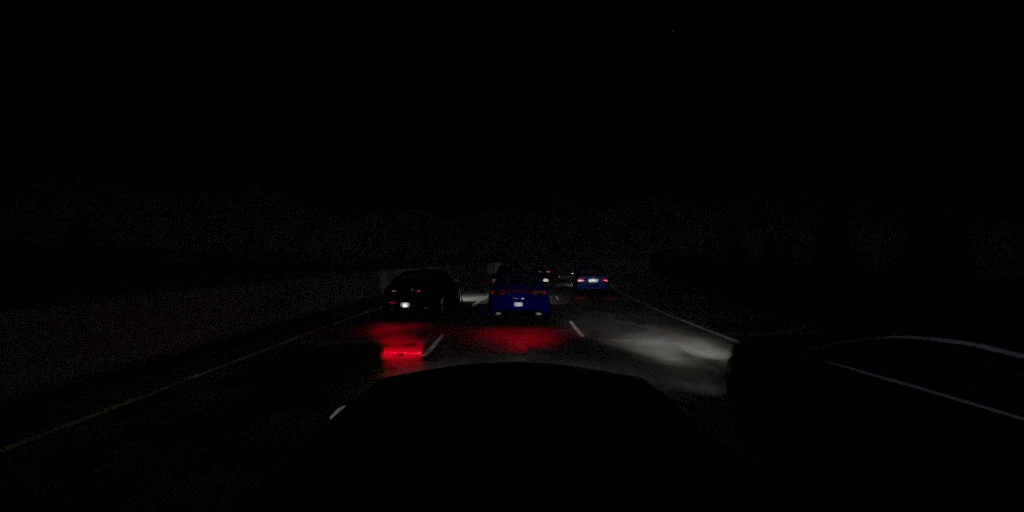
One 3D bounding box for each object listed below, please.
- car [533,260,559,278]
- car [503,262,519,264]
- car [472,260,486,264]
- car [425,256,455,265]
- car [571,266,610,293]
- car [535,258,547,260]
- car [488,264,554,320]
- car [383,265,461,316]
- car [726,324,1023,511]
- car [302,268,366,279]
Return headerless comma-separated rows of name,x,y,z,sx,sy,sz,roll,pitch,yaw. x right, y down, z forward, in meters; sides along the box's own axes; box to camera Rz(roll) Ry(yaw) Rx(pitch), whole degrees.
car,2.883,1.293,30.747,2.033,1.411,5.357,0,0,14
car,-0.056,1.270,33.096,1.812,1.442,4.674,0,0,15
car,-4.541,1.305,52.101,1.994,1.385,4.181,0,0,24
car,-9.800,0.965,48.722,2.150,2.045,5.566,0,0,22
car,4.493,1.295,20.751,2.033,1.411,5.357,0,0,8
car,4.801,1.144,62.211,2.097,1.767,4.553,0,0,32
car,0.286,1.226,12.687,1.882,1.535,5.008,0,0,2
car,-3.175,1.253,13.428,1.837,1.490,4.892,0,0,3
car,3.601,1.242,2.549,2.128,1.511,4.902,0,0,0
car,-9.769,1.347,20.562,1.895,1.301,4.718,0,0,7
